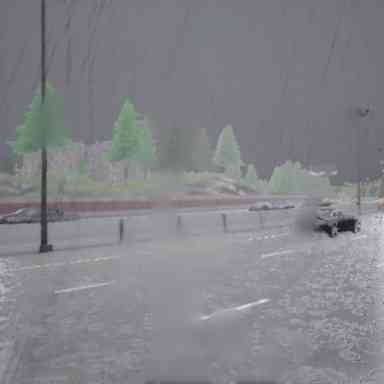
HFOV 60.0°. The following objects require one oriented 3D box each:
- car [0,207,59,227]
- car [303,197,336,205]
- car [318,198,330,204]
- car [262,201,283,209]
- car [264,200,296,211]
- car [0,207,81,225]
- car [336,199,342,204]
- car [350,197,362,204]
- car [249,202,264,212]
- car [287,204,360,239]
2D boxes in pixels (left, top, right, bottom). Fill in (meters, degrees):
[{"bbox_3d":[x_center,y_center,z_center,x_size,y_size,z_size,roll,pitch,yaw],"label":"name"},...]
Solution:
[{"bbox_3d":[-14.064,2.050,28.455,4.674,1.442,1.812,0,-1,-38],"label":"car"},{"bbox_3d":[16.154,1.655,42.888,2.150,2.045,5.566,-1,-1,41],"label":"car"},{"bbox_3d":[31.911,2.136,80.232,1.895,1.301,4.718,-1,-1,30],"label":"car"},{"bbox_3d":[13.808,2.213,57.063,1.994,1.385,4.181,-1,-1,36],"label":"car"},{"bbox_3d":[11.737,1.833,43.152,2.097,1.767,4.553,-1,-1,41],"label":"car"},{"bbox_3d":[-11.547,2.014,25.950,5.357,1.411,2.033,0,-1,-38],"label":"car"},{"bbox_3d":[31.750,2.171,72.894,1.882,1.535,5.008,-1,-1,30],"label":"car"},{"bbox_3d":[37.037,1.910,75.099,2.097,1.767,4.553,-1,-1,30],"label":"car"},{"bbox_3d":[9.712,2.063,45.914,1.812,1.442,4.674,-1,-1,42],"label":"car"},{"bbox_3d":[7.790,1.679,18.813,4.902,1.511,2.128,0,-1,-42],"label":"car"}]
